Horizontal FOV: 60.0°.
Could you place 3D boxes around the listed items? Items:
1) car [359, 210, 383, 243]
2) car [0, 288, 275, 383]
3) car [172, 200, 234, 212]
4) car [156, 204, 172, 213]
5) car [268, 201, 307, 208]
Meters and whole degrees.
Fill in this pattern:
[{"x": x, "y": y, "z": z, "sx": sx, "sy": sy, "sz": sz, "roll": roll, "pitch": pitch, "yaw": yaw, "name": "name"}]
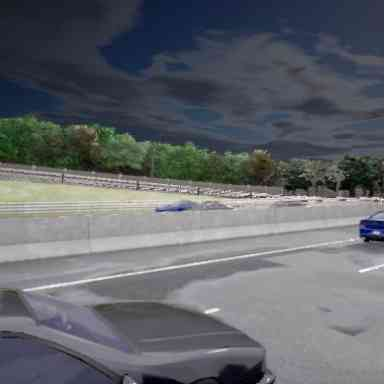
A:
[{"x": 9.403, "y": 1.485, "z": 14.754, "sx": 5.008, "sy": 1.535, "sz": 1.882, "roll": 0, "pitch": 0, "yaw": -36, "name": "car"}, {"x": -1.799, "y": 1.547, "z": 2.469, "sx": 5.357, "sy": 1.411, "sz": 2.033, "roll": 0, "pitch": 0, "yaw": -35, "name": "car"}, {"x": 1.247, "y": 1.498, "z": 26.378, "sx": 4.902, "sy": 1.511, "sz": 2.128, "roll": 0, "pitch": 0, "yaw": -35, "name": "car"}, {"x": -0.816, "y": 1.485, "z": 29.206, "sx": 5.008, "sy": 1.535, "sz": 1.882, "roll": 0, "pitch": 0, "yaw": -35, "name": "car"}, {"x": 7.350, "y": 1.513, "z": 26.430, "sx": 4.892, "sy": 1.490, "sz": 1.837, "roll": 0, "pitch": 0, "yaw": -35, "name": "car"}]
